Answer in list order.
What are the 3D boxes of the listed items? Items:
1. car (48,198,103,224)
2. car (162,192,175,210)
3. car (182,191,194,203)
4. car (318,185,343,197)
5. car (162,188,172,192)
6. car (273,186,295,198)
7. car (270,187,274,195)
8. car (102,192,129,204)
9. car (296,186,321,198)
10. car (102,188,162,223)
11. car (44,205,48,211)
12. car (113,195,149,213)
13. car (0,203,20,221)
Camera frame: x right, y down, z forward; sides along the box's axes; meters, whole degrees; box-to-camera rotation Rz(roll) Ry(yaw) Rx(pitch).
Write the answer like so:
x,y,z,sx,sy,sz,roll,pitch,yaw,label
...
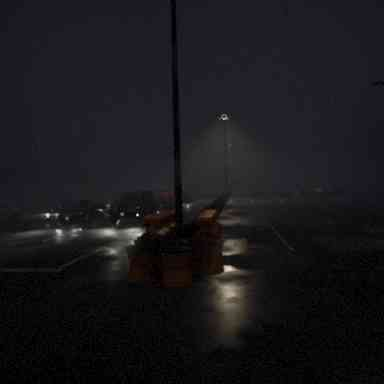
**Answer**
x,y,z,sx,sy,sz,roll,pitch,yaw,label
-7.487,1.322,23.206,2.128,1.511,4.902,-1,1,8,car
-2.603,1.075,33.131,1.994,1.385,4.181,-1,1,9,car
-0.970,0.656,45.040,1.882,1.535,5.008,-1,2,8,car
20.941,-0.219,49.735,2.097,1.767,4.553,-1,2,8,car
-4.145,0.423,47.600,2.150,2.045,5.566,-1,1,9,car
14.018,0.123,50.728,1.812,1.442,4.674,-1,2,8,car
15.373,-0.200,60.633,2.033,1.411,5.357,-1,2,8,car
-11.087,0.863,48.488,2.128,1.511,4.902,-1,2,8,car
17.491,0.112,50.283,1.895,1.301,4.718,-1,2,8,car
-3.958,0.956,23.256,2.150,2.045,5.566,-1,1,8,car
-13.036,1.317,34.413,2.033,1.411,5.357,-1,1,8,car
-6.067,1.140,33.713,2.033,1.411,5.357,-1,1,8,car
-14.436,1.528,24.028,1.812,1.442,4.674,-1,1,8,car
